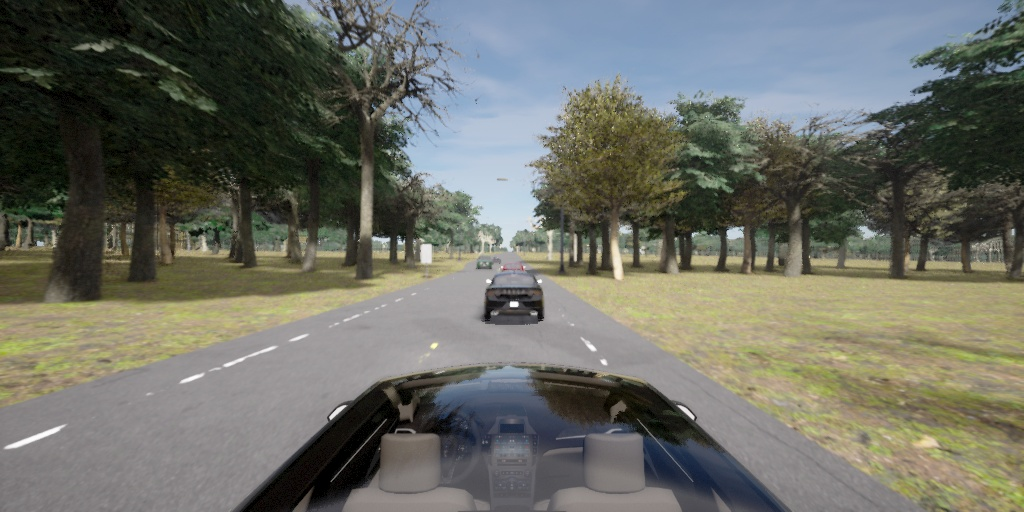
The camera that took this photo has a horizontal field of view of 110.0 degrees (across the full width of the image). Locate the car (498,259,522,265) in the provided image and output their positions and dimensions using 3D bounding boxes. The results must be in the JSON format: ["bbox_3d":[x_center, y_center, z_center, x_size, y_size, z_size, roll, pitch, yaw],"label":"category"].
[{"bbox_3d":[0.094,1.257,29.200,1.882,1.535,5.008,0,0,0],"label":"car"}]

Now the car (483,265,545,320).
[{"bbox_3d":[0.079,1.258,12.764,1.882,1.535,5.008,0,0,0],"label":"car"}]

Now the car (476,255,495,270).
[{"bbox_3d":[-3.845,0.883,50.668,2.150,2.045,5.566,0,1,-3],"label":"car"}]
